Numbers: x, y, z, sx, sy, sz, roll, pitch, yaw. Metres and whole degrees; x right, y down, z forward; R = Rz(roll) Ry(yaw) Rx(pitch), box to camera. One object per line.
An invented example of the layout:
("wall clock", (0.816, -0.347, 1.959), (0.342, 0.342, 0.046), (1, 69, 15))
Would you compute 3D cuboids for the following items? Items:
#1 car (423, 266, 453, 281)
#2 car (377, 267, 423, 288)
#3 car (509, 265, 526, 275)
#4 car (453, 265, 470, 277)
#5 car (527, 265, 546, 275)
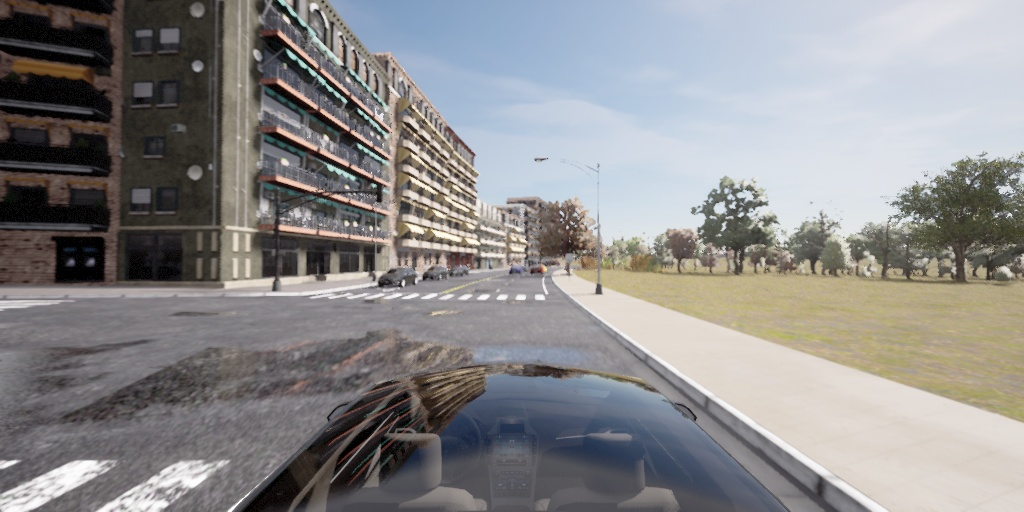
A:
("car", (-8.144, 1.850, 38.515), (1.837, 1.490, 4.892), (0, -1, 5))
("car", (-8.919, 1.672, 28.408), (1.837, 1.490, 4.892), (0, -1, 4))
("car", (0.643, 2.218, 56.994), (1.812, 1.442, 4.674), (0, -1, 7))
("car", (-7.098, 2.022, 48.849), (2.128, 1.511, 4.902), (0, -1, 7))
("car", (4.053, 2.193, 57.912), (1.882, 1.535, 5.008), (0, -1, 8))
